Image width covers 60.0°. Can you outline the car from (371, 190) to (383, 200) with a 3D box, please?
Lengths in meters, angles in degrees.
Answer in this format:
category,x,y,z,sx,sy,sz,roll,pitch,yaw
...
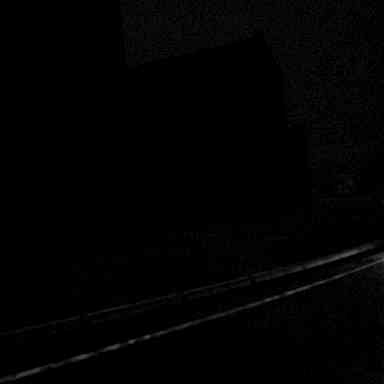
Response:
category,x,y,z,sx,sy,sz,roll,pitch,yaw
car,28.768,0.431,50.272,2.128,1.511,4.902,-5,-1,6
